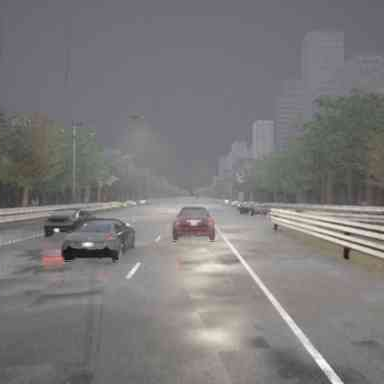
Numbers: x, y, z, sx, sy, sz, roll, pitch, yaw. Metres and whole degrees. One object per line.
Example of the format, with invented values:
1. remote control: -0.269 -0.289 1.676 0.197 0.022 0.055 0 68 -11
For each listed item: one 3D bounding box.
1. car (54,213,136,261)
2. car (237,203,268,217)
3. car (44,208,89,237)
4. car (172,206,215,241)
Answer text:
1. car: -3.408 1.709 12.868 1.994 1.385 4.181 0 -1 0
2. car: 6.717 1.972 37.599 2.128 1.511 4.902 0 -1 -16
3. car: -6.912 1.726 19.413 1.837 1.490 4.892 0 -1 0
4. car: 0.090 1.556 17.952 2.097 1.767 4.553 0 -1 0
